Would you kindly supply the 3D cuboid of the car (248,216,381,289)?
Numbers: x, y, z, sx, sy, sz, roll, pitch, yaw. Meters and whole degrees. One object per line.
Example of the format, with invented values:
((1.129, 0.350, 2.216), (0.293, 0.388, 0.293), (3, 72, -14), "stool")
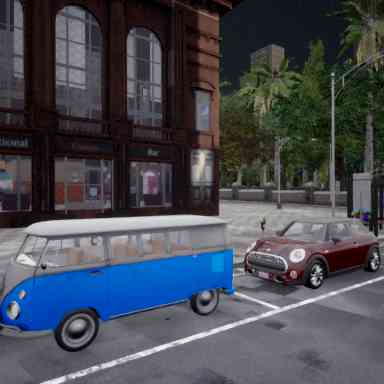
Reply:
((3.308, 1.439, 9.054), (4.097, 1.590, 1.967), (0, 0, -36), "car")

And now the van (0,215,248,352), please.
((-1.094, 1.341, 5.880), (3.998, 1.788, 1.690), (0, 0, -36), "van")
